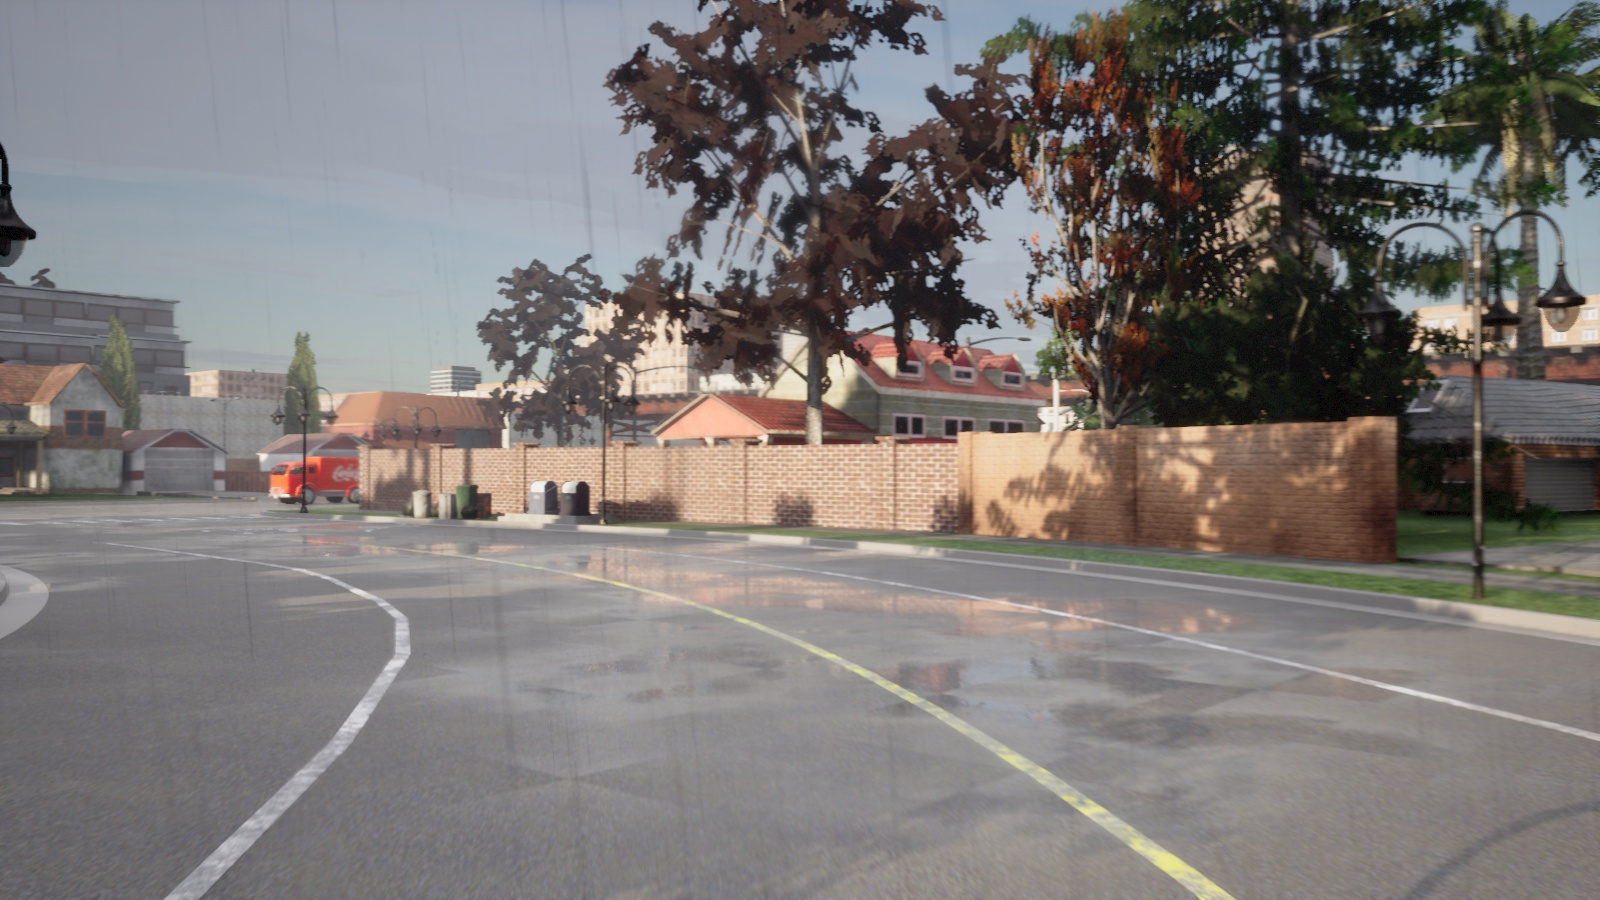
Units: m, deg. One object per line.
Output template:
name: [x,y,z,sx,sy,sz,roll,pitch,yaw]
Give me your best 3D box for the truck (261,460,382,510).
truck: [-24.773,1.795,65.173,2.627,2.467,5.204,-1,-2,40]
